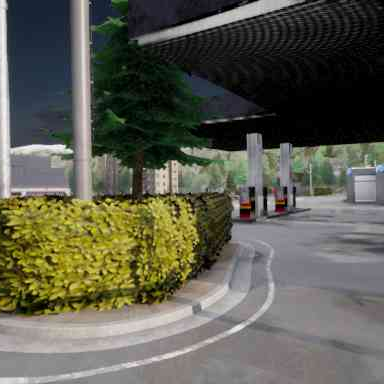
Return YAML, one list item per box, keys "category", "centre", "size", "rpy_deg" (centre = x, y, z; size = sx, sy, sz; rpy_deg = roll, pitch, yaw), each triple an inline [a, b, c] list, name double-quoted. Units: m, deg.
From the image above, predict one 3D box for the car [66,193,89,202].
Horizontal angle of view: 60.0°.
- category: "car"
  centre: [-22.896, 1.097, 66.486]
  size: [4.605, 1.855, 1.932]
  rpy_deg: [-1, 1, 35]

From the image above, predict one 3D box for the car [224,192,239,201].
- category: "car"
  centre: [7.434, 0.848, 63.914]
  size: [5.027, 1.636, 2.152]
  rpy_deg: [-1, 1, 35]

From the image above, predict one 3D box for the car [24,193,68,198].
- category: "car"
  centre: [-14.772, 1.179, 33.590]
  size: [3.866, 1.878, 1.905]
  rpy_deg: [-1, 1, 35]

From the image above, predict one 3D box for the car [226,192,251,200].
- category: "car"
  centre: [9.207, 0.809, 66.502]
  size: [4.514, 1.523, 2.007]
  rpy_deg: [-1, 1, 35]

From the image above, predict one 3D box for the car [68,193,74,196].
- category: "car"
  centre: [-24.242, 1.117, 63.878]
  size: [3.866, 1.878, 1.905]
  rpy_deg: [-1, 1, 35]
